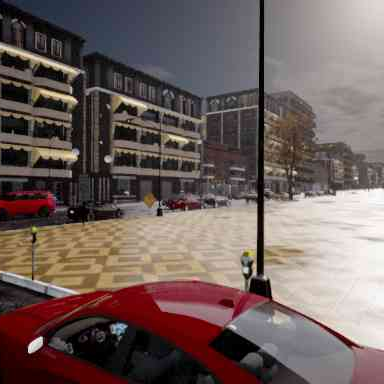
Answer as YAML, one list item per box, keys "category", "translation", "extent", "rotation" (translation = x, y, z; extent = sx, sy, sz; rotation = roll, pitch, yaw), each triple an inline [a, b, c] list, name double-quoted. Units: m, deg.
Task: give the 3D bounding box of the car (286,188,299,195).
- category: "car"
  translation: [24.281, -0.031, 83.481]
  extent: [2.192, 1.841, 5.009]
  rotation: [2, 2, 35]

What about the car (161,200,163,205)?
- category: "car"
  translation: [-1.910, 1.012, 40.963]
  extent: [1.994, 1.385, 4.181]
  rotation: [1, 1, 35]

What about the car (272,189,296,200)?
- category: "car"
  translation: [15.465, 0.675, 55.948]
  extent: [1.752, 1.417, 4.829]
  rotation: [2, 2, 35]

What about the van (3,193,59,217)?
- category: "van"
  translation: [-13.661, 1.035, 28.471]
  extent: [1.690, 1.788, 3.998]
  rotation: [2, 2, 35]

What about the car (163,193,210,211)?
- category: "car"
  translation: [-0.442, 1.132, 32.886]
  extent: [1.887, 1.381, 4.507]
  rotation: [2, 2, 35]

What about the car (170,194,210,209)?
- category: "car"
  translation: [-0.182, 0.990, 37.843]
  extent: [2.128, 1.511, 4.902]
  rotation: [1, 1, 35]

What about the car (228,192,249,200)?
- category: "car"
  translation: [8.470, 0.649, 60.567]
  extent: [1.947, 1.339, 4.313]
  rotation: [2, 2, 35]

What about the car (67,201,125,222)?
- category: "car"
  translation: [-6.765, 1.329, 23.719]
  extent: [1.947, 1.339, 4.313]
  rotation: [2, 2, 35]

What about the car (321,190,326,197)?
- category: "car"
  translation: [28.015, 0.359, 74.145]
  extent: [2.008, 1.369, 4.403]
  rotation: [2, 2, 35]

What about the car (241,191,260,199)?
- category: "car"
  translation: [11.535, 0.525, 65.009]
  extent: [1.752, 1.417, 4.829]
  rotation: [2, 2, 35]

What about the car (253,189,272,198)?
- category: "car"
  translation: [14.797, 0.226, 69.729]
  extent: [2.192, 1.841, 5.009]
  rotation: [2, 2, 35]

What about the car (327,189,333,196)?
- category: "car"
  translation: [34.340, 0.078, 83.311]
  extent: [1.967, 1.590, 4.097]
  rotation: [2, 2, 35]

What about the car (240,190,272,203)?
- category: "car"
  translation: [9.044, 0.876, 46.639]
  extent: [2.008, 1.369, 4.403]
  rotation: [2, 2, 35]

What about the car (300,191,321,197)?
- category: "car"
  translation: [24.854, 0.445, 69.562]
  extent: [2.008, 1.369, 4.403]
  rotation: [2, 2, 35]

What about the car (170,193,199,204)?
- category: "car"
  translation: [-1.016, 0.909, 46.813]
  extent: [1.947, 1.339, 4.313]
  rotation: [2, 2, 35]

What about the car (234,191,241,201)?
- category: "car"
  translation: [7.643, 0.534, 54.646]
  extent: [2.033, 1.411, 5.357]
  rotation: [1, 1, 35]

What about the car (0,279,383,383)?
- category: "car"
  translation: [-0.324, 1.544, 3.095]
  extent: [4.507, 1.381, 1.887]
  rotation: [0, 0, 35]

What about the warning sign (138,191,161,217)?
- category: "warning sign"
  translation: [-3.150, 0.851, 24.811]
  extent: [1.300, 1.860, 1.060]
  rotation: [-1, 0, 35]

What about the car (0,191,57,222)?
- category: "car"
  translation: [-13.026, 0.978, 24.808]
  extent: [2.150, 2.045, 5.566]
  rotation: [0, 1, 33]

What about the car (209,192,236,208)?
- category: "car"
  translation: [2.720, 1.050, 37.470]
  extent: [2.008, 1.369, 4.403]
  rotation: [2, 2, 35]

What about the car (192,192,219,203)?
- category: "car"
  translation: [2.146, 0.807, 51.397]
  extent: [2.008, 1.369, 4.403]
  rotation: [2, 2, 35]
